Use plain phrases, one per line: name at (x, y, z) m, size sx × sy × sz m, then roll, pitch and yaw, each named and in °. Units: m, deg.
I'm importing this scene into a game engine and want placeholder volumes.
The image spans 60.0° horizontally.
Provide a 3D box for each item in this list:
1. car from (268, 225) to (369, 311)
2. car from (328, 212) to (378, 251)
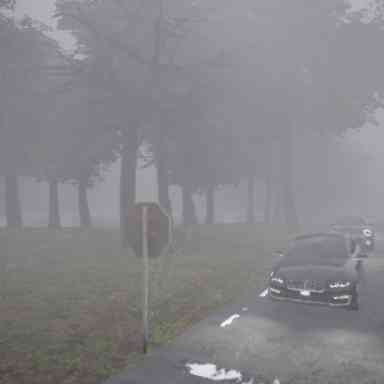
car at (3.456, 1.848, 8.797) m, size 1.837 × 1.490 × 4.892 m, roll -3°, pitch -3°, yaw 29°
car at (8.423, 2.008, 17.534) m, size 2.097 × 1.767 × 4.553 m, roll -3°, pitch -4°, yaw 30°
